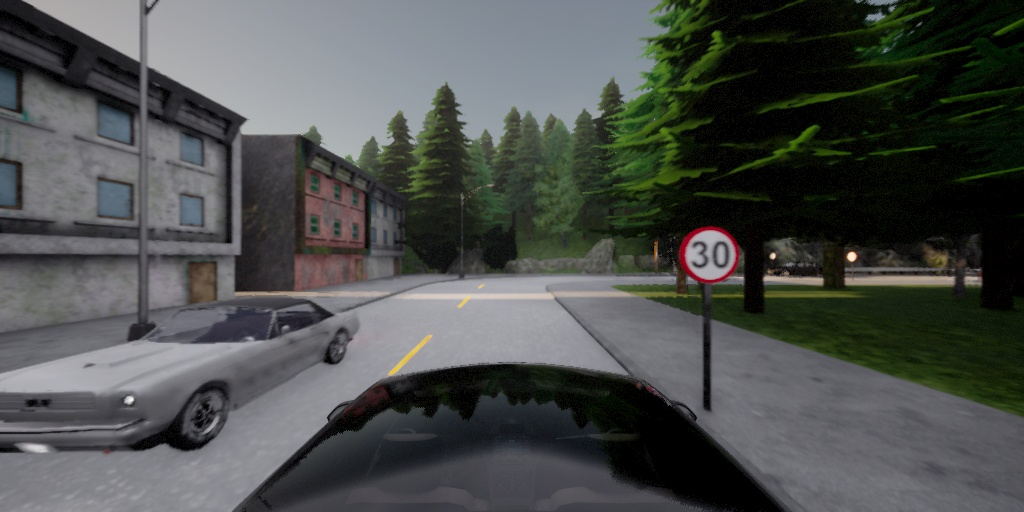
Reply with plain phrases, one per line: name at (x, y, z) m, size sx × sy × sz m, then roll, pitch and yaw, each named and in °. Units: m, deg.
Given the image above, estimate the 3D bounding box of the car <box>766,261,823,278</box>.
car at (27.106, 1.264, 34.271) m, size 5.008 × 1.535 × 1.882 m, roll 0°, pitch 0°, yaw 0°

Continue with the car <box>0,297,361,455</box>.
car at (-4.107, 1.355, 5.302) m, size 1.895 × 1.301 × 4.718 m, roll 0°, pitch 0°, yaw 0°
